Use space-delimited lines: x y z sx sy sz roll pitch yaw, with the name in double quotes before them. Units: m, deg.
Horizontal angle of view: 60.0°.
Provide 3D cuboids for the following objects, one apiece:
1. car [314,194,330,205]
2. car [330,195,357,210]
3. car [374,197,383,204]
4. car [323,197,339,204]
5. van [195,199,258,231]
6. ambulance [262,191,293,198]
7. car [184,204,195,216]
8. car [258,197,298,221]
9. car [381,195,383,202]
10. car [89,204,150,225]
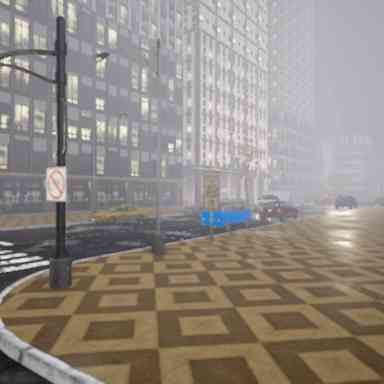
"car" 24.715 1.382 62.838 2.192 1.841 5.009 0 0 38
"car" 20.768 1.369 44.806 2.192 1.841 5.009 0 0 38
"car" 37.747 1.660 66.840 1.947 1.339 4.313 0 0 38
"car" 28.111 1.626 67.244 2.008 1.369 4.403 0 0 38
"van" 2.217 1.368 20.551 1.690 1.788 3.998 0 0 38
"ambulance" 9.807 1.063 39.288 2.351 2.431 6.366 0 0 38
"car" 0.942 1.603 31.988 1.802 1.307 4.206 0 0 38
"car" 7.183 1.473 27.178 1.967 1.590 4.097 0 0 38
"car" 44.540 1.553 75.654 1.967 1.590 4.097 0 0 38
"car" -5.170 1.539 24.269 1.752 1.417 4.829 0 0 38
